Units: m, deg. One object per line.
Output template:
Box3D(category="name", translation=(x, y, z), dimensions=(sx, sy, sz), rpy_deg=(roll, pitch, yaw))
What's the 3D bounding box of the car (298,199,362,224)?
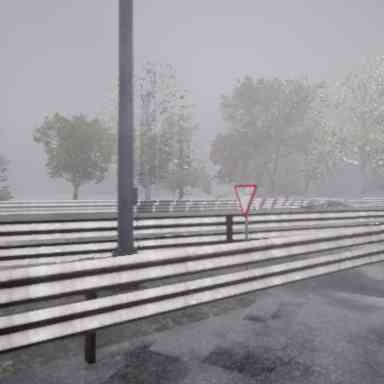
Box3D(category="car", translation=(9.399, 1.279, 22.302), dimensions=(4.892, 1.490, 1.837), rpy_deg=(0, 0, -25))
